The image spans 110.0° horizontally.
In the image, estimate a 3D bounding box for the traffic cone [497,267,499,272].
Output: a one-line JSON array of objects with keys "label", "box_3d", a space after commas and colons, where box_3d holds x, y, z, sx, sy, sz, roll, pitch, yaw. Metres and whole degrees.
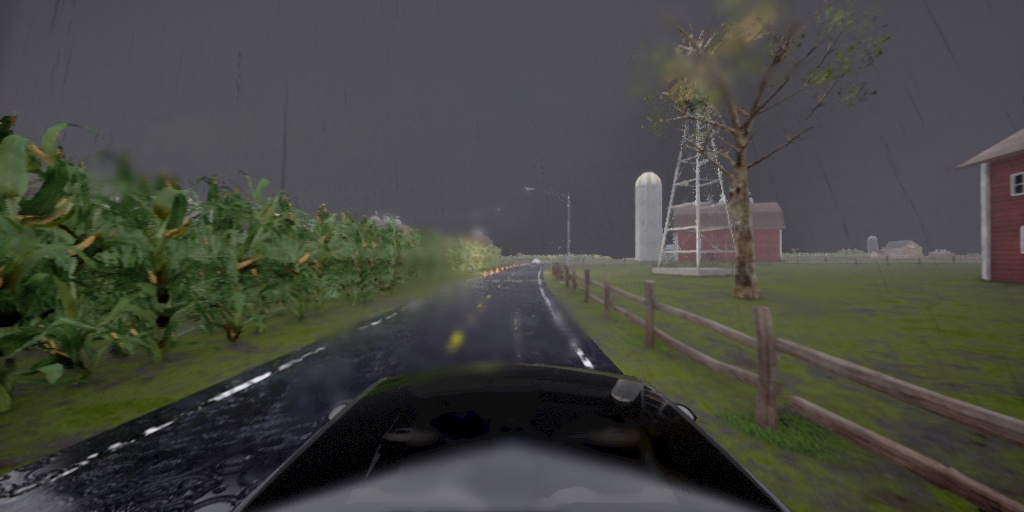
[{"label": "traffic cone", "box_3d": [-1.817, 1.723, 45.037, 0.340, 0.580, 0.340, 0, 0, 5]}]

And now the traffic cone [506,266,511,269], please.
[{"label": "traffic cone", "box_3d": [-0.779, 1.731, 55.034, 0.340, 0.580, 0.340, 0, 0, 7]}]

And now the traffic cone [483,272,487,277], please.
[{"label": "traffic cone", "box_3d": [-2.643, 1.717, 35.017, 0.340, 0.580, 0.340, 0, 0, 4]}]

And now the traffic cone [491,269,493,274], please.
[{"label": "traffic cone", "box_3d": [-2.257, 1.720, 40.028, 0.340, 0.580, 0.340, 0, 0, 5]}]

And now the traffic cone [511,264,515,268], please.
[{"label": "traffic cone", "box_3d": [-0.181, 1.734, 60.025, 0.340, 0.580, 0.340, 0, 0, 7]}]
